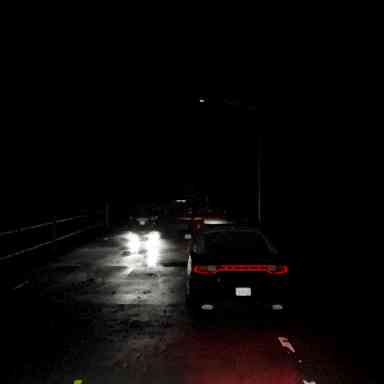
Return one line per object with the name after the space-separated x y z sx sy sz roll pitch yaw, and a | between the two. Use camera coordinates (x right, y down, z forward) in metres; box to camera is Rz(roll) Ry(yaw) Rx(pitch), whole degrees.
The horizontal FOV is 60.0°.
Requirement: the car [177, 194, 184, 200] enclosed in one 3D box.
-2.558 1.219 79.875 1.994 1.385 4.181 0 1 0 | car

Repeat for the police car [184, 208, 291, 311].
0.843 1.420 8.007 1.930 1.638 5.238 0 0 0 | police car

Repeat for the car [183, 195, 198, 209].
0.126 1.444 45.640 1.882 1.535 5.008 0 0 1 | car

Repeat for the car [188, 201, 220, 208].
0.867 1.467 17.900 1.882 1.535 5.008 0 0 0 | car

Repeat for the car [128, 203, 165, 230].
-2.800 1.478 21.211 2.128 1.511 4.902 0 0 0 | car

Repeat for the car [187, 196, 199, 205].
0.141 1.451 58.938 2.033 1.411 5.357 0 1 0 | car

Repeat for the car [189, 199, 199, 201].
0.881 1.490 23.901 1.837 1.490 4.892 0 0 0 | car
